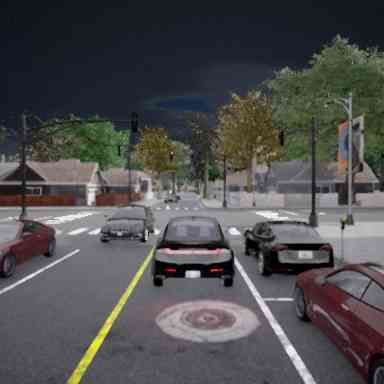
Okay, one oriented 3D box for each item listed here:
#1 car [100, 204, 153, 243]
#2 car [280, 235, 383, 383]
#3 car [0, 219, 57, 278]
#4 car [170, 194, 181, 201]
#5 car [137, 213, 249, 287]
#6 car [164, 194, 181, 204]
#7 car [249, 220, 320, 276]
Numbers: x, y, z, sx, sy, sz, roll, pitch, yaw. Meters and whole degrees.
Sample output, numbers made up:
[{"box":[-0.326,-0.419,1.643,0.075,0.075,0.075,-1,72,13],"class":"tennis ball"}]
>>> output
[{"box":[-2.772,1.356,15.203,1.837,1.490,4.892,0,0,0],"class":"car"},{"box":[2.630,1.538,4.261,1.802,1.307,4.206,0,1,0],"class":"car"},{"box":[-5.402,1.484,9.767,1.802,1.307,4.206,0,1,0],"class":"car"},{"box":[-3.177,0.988,66.163,1.895,1.301,4.718,0,0,0],"class":"car"},{"box":[0.039,1.400,9.049,2.128,1.511,4.902,0,1,0],"class":"car"},{"box":[-3.181,1.085,50.729,1.994,1.385,4.181,0,1,0],"class":"car"},{"box":[2.623,1.467,9.780,1.947,1.339,4.313,0,1,0],"class":"car"}]
